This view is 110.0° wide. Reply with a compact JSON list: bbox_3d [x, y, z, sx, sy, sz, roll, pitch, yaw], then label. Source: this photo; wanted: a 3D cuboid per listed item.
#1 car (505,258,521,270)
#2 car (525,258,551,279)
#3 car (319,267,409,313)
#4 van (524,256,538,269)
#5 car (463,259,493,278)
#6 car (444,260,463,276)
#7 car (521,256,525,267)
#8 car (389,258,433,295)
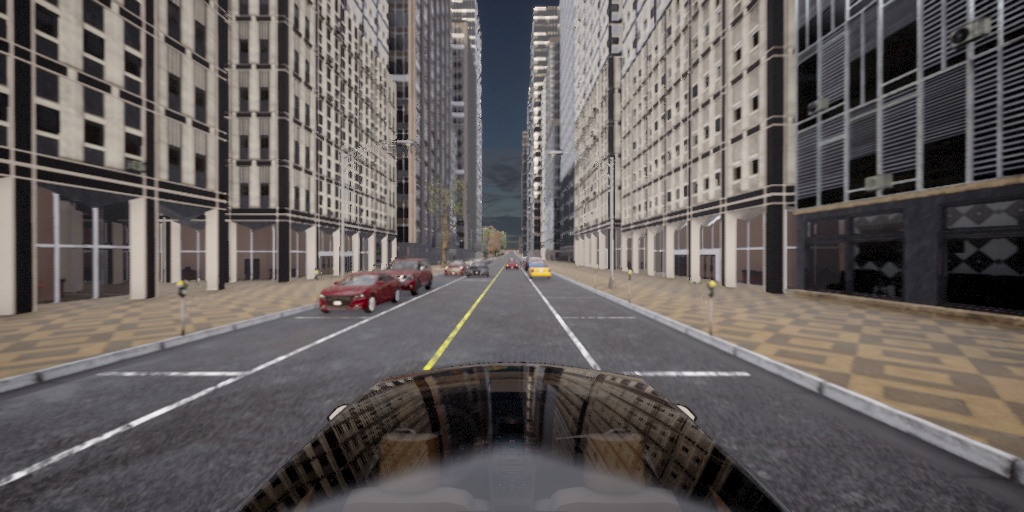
[{"bbox_3d":[0.031,1.299,50.772,1.895,1.301,4.718,0,0,0],"label":"car"},{"bbox_3d":[2.358,1.183,31.449,1.801,1.575,5.366,0,0,0],"label":"car"},{"bbox_3d":[-5.688,1.289,13.937,1.888,1.381,4.507,0,0,0],"label":"car"},{"bbox_3d":[2.701,1.051,42.424,1.690,1.789,3.998,0,0,0],"label":"van"},{"bbox_3d":[-3.084,1.287,33.369,1.994,1.385,4.181,0,0,0],"label":"car"},{"bbox_3d":[-5.681,1.159,36.731,1.967,1.591,4.097,0,0,0],"label":"car"},{"bbox_3d":[2.703,1.016,48.123,2.192,1.841,5.009,0,0,0],"label":"car"},{"bbox_3d":[-5.686,1.054,19.636,2.192,1.841,5.009,0,0,0],"label":"car"}]
